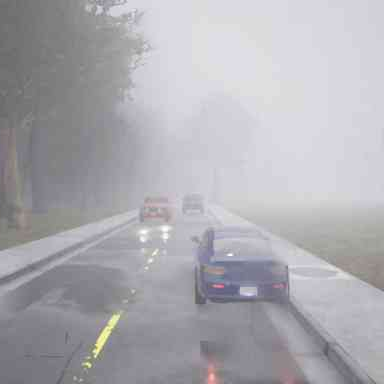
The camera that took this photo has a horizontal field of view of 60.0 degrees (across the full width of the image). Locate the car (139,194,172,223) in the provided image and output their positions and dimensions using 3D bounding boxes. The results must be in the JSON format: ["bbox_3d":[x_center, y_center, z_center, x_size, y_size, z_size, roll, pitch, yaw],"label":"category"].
[{"bbox_3d":[-2.718,1.222,26.074,2.150,2.045,5.566,0,0,0],"label":"car"}]

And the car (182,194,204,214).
[{"bbox_3d":[0.116,1.222,35.902,2.150,2.045,5.566,0,0,0],"label":"car"}]

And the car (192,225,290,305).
[{"bbox_3d":[0.973,1.526,7.978,1.812,1.442,4.674,0,0,0],"label":"car"}]

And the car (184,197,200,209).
[{"bbox_3d":[0.087,1.493,46.478,2.128,1.511,4.902,0,0,1],"label":"car"}]
